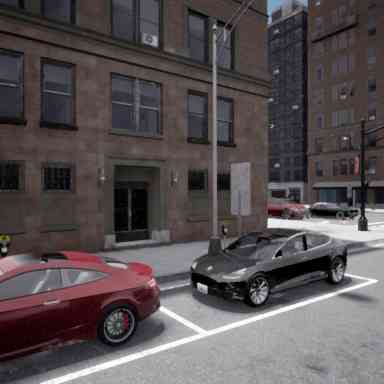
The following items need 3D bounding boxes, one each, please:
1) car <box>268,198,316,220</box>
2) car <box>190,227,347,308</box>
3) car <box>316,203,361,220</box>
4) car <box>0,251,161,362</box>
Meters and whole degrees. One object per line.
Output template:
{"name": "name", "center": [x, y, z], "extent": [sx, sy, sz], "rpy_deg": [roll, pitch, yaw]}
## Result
{"name": "car", "center": [7.607, 1.334, 28.140], "extent": [2.097, 1.767, 4.553], "rpy_deg": [0, 0, -36]}
{"name": "car", "center": [1.981, 1.566, 7.947], "extent": [4.313, 1.339, 1.947], "rpy_deg": [0, 0, -35]}
{"name": "car", "center": [11.594, 1.580, 28.192], "extent": [1.895, 1.301, 4.718], "rpy_deg": [0, 0, -36]}
{"name": "car", "center": [-2.457, 1.582, 4.782], "extent": [4.206, 1.307, 1.802], "rpy_deg": [0, 0, -35]}
